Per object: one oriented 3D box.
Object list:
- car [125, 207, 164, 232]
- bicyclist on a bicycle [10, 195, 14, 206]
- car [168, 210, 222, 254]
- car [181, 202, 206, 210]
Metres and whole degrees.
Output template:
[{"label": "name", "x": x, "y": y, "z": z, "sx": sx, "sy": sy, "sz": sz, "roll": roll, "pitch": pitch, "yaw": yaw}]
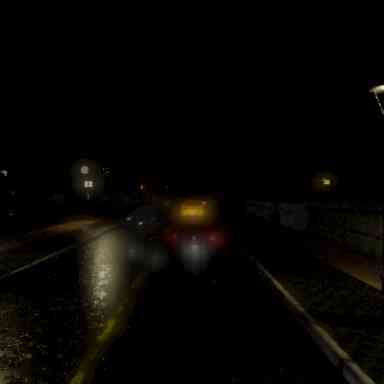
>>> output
[{"label": "car", "x": -2.809, "y": 1.613, "z": 20.488, "sx": 1.994, "sy": 1.385, "sz": 4.181, "roll": 0, "pitch": 0, "yaw": 0}, {"label": "bicyclist on a bicycle", "x": -24.806, "y": 1.172, "z": 45.858, "sx": 0.582, "sy": 1.620, "sz": 1.656, "roll": 0, "pitch": 3, "yaw": -16}, {"label": "car", "x": 0.109, "y": 1.627, "z": 13.512, "sx": 1.895, "sy": 1.301, "sz": 4.718, "roll": 0, "pitch": 0, "yaw": 0}, {"label": "car", "x": 0.130, "y": 1.555, "z": 27.798, "sx": 1.882, "sy": 1.535, "sz": 5.008, "roll": 0, "pitch": 0, "yaw": 0}]
